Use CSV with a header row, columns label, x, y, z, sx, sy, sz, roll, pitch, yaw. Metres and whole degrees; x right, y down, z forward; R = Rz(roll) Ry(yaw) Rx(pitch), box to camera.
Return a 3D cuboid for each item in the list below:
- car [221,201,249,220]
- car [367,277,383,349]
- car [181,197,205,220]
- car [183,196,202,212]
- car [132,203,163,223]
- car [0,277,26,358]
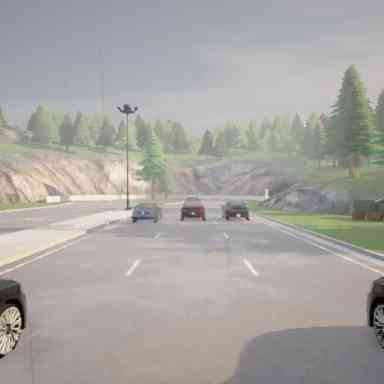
label,x,y,z,sx,sy,sz,roll,pitch,yaw
car,3.587,1.507,27.942,1.837,1.490,4.892,0,1,0
car,3.596,1.490,3.170,2.128,1.511,4.902,0,0,0
car,0.088,1.477,28.003,1.882,1.535,5.008,0,0,0
car,0.100,1.352,40.198,2.097,1.767,4.553,0,0,1
car,-3.415,1.548,25.857,2.033,1.411,5.357,0,0,0
car,-3.404,1.490,3.079,2.128,1.511,4.902,0,0,0
